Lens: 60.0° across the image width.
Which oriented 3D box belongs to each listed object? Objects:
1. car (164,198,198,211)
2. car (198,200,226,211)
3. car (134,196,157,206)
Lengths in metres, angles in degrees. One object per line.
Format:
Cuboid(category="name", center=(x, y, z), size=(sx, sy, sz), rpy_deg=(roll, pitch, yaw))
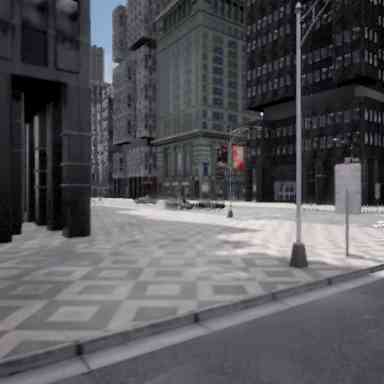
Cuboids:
Cuboid(category="car", center=(-1.697, 1.491, 40.807), size=(1.837, 1.490, 4.892), rpy_deg=(0, 0, -35))
Cuboid(category="car", center=(2.089, 1.580, 41.081), size=(1.895, 1.301, 4.718), rpy_deg=(0, 0, -35))
Cuboid(category="car", center=(-7.772, 1.443, 55.156), size=(2.033, 1.411, 5.357), rpy_deg=(0, 0, -35))
